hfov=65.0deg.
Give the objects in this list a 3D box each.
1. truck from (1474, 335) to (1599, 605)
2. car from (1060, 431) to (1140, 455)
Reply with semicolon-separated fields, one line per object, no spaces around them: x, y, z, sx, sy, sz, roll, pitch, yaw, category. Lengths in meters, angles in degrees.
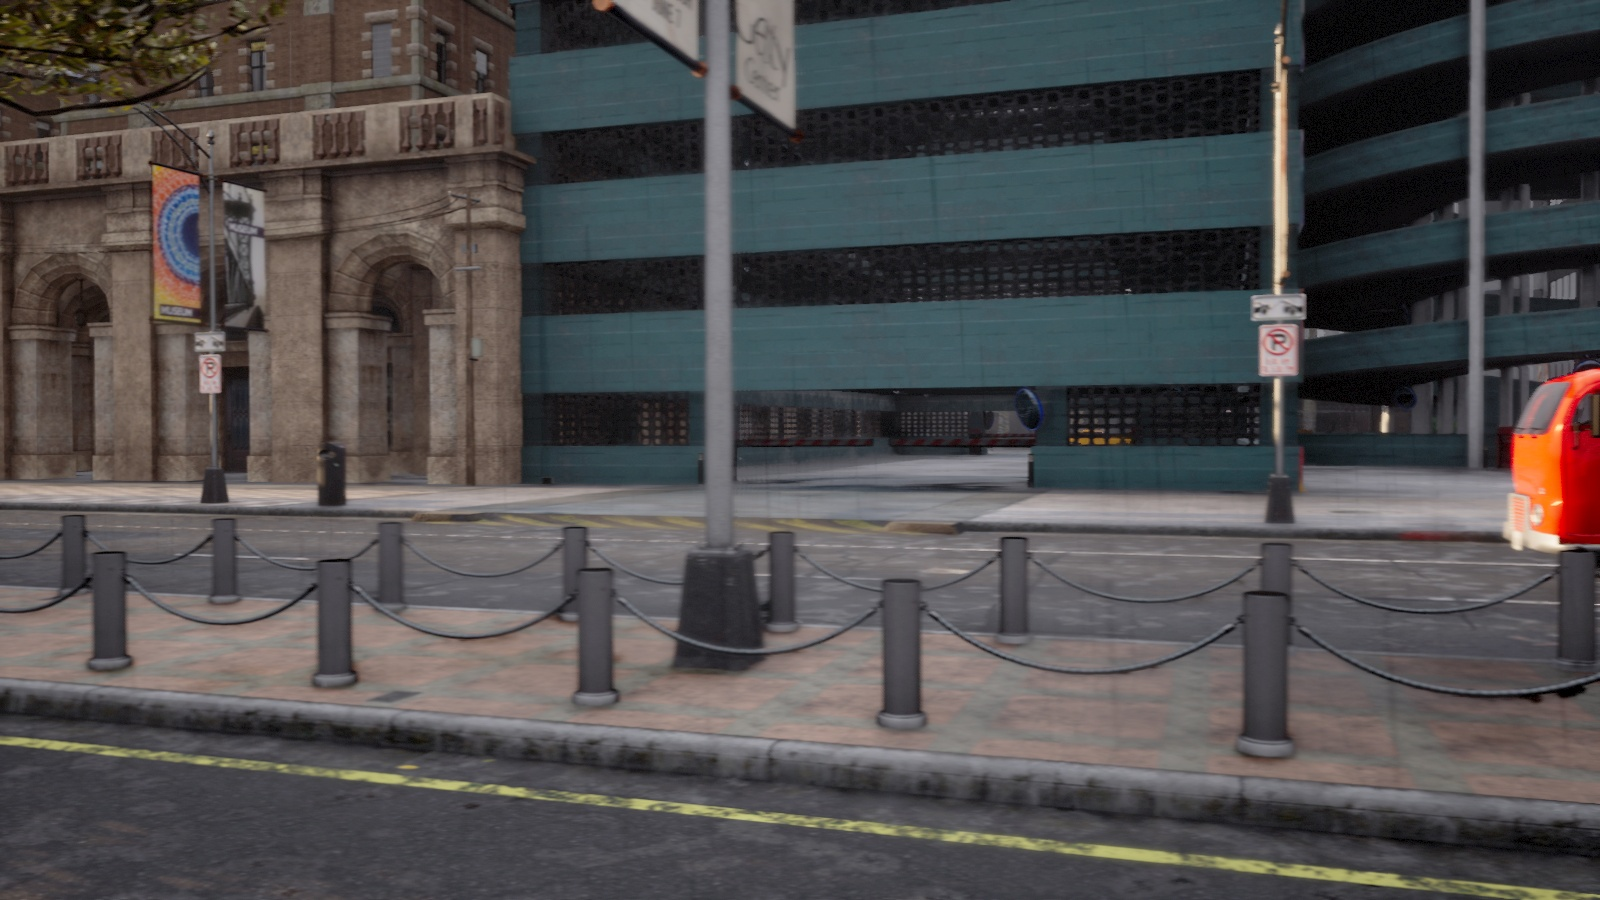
9.657;0.183;12.068;5.204;2.467;2.627;1;1;19;truck
19.907;-0.454;83.273;5.008;1.535;1.882;1;1;18;car
